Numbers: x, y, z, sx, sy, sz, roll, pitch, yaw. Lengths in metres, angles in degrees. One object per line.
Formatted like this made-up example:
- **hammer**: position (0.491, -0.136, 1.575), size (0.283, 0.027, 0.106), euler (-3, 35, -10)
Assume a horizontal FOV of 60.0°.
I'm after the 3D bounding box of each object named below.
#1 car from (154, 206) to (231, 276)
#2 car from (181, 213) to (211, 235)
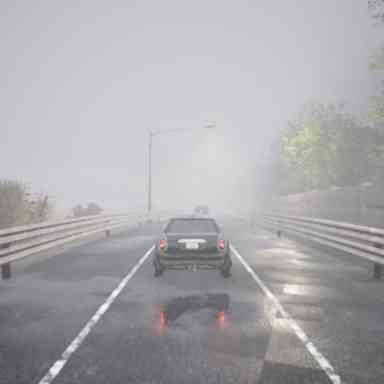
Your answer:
- **car**: position (0.016, 1.486, 10.889), size (2.097, 1.767, 4.553), euler (0, -1, 0)
- **car**: position (0.301, 2.163, 23.485), size (1.895, 1.301, 4.718), euler (0, -3, 1)
